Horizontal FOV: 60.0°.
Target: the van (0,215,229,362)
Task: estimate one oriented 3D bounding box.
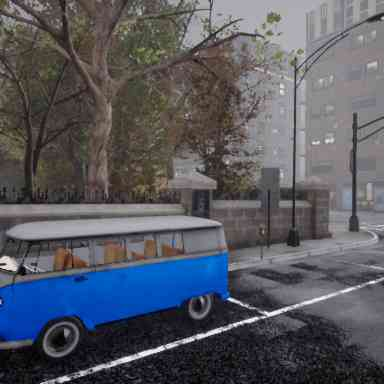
[{"bbox_3d":[-1.219,1.342,5.621,3.998,1.788,1.690,0,1,-35],"label":"van"}]
